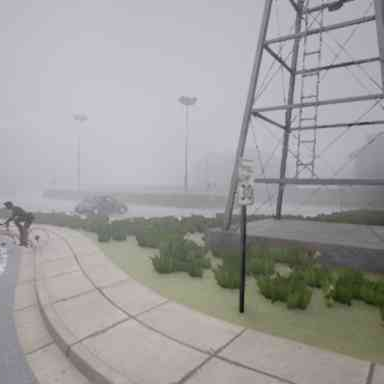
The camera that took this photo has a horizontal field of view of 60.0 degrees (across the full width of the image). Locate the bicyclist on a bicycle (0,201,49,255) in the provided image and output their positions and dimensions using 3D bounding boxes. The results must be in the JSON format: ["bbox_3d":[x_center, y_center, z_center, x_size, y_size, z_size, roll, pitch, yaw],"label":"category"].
[{"bbox_3d":[-5.415,1.076,10.360,1.656,1.620,0.582,-9,4,-21],"label":"bicyclist on a bicycle"}]

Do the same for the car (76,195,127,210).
[{"bbox_3d":[-6.745,0.954,24.996,1.784,1.438,3.905,2,1,34],"label":"car"}]
